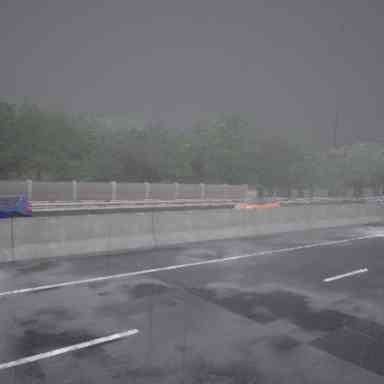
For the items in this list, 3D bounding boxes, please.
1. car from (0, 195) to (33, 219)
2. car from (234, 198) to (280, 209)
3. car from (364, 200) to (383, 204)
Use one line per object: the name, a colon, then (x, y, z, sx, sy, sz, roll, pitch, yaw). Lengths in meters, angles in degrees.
car: (-12.889, 1.222, 20.577, 5.566, 2.045, 2.150, 0, 0, -35)
car: (5.806, 1.352, 29.626, 4.553, 1.767, 2.097, 0, 0, -35)
car: (19.336, 1.551, 34.916, 5.357, 1.411, 2.033, 0, 0, -35)
